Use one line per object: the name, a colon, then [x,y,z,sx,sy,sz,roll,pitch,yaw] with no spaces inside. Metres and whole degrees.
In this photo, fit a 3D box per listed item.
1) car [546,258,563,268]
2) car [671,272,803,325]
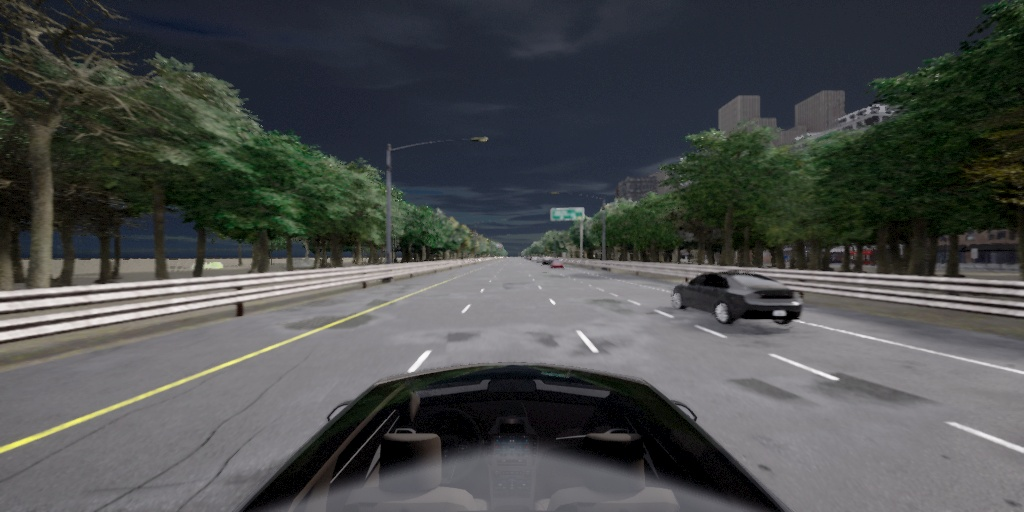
car: [7.199,1.308,58.788,1.994,1.385,4.181,0,0,0]
car: [7.010,1.260,11.813,1.837,1.490,4.892,0,0,0]
